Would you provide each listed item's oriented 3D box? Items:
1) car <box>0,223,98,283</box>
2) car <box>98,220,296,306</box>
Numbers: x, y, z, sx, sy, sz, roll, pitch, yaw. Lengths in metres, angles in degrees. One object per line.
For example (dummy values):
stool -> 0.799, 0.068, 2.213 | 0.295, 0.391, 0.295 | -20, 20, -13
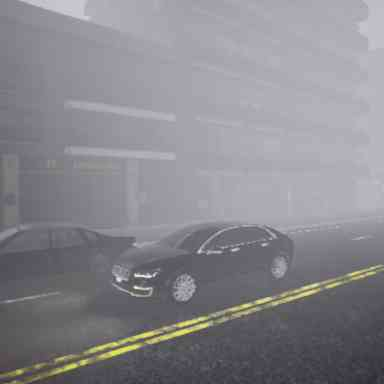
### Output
car -> -4.038, 1.555, 8.758 | 5.357, 1.411, 2.033 | 0, 0, -36
car -> 0.495, 1.484, 8.084 | 4.892, 1.490, 1.837 | 0, 0, -36
